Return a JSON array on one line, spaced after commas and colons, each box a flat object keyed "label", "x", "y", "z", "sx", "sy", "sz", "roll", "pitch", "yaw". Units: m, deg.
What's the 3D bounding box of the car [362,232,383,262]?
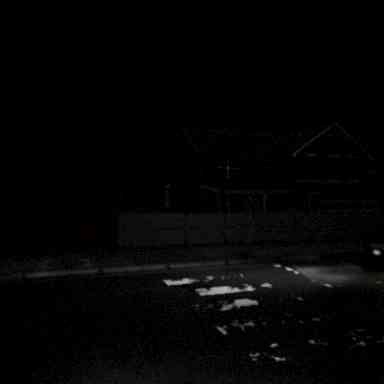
[{"label": "car", "x": 8.258, "y": 1.728, "z": 11.646, "sx": 4.902, "sy": 1.511, "sz": 2.128, "roll": 1, "pitch": -1, "yaw": -21}]
